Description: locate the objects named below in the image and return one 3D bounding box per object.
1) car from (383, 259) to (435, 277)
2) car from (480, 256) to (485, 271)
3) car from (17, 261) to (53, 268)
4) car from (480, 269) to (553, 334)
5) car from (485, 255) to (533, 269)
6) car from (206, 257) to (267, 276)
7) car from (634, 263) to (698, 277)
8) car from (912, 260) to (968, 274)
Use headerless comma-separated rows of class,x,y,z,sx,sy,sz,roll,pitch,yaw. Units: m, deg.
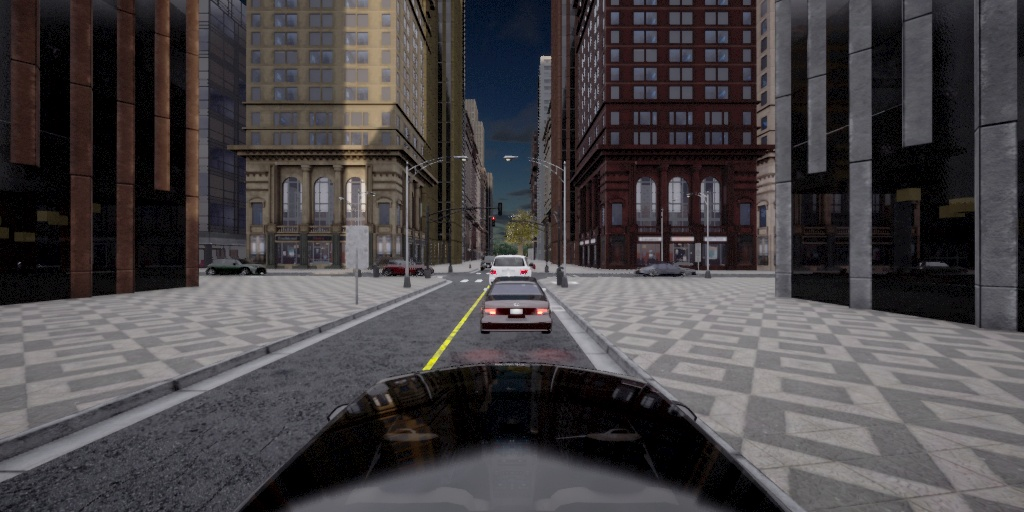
car,-9.422,1.067,33.066,4.553,1.767,2.097,0,0,5
car,-3.129,0.969,49.456,2.150,2.045,5.566,0,0,-1
car,-45.411,1.188,33.362,4.181,1.385,1.994,0,0,1
car,0.091,1.297,10.581,2.033,1.411,5.357,0,0,0
car,0.017,0.971,20.826,2.150,2.045,5.566,0,0,4
car,-25.472,1.020,33.312,4.553,1.767,2.097,0,0,0
car,14.213,1.338,33.319,5.357,1.411,2.033,0,0,0
car,39.171,1.213,33.326,4.553,1.767,2.097,0,0,0
